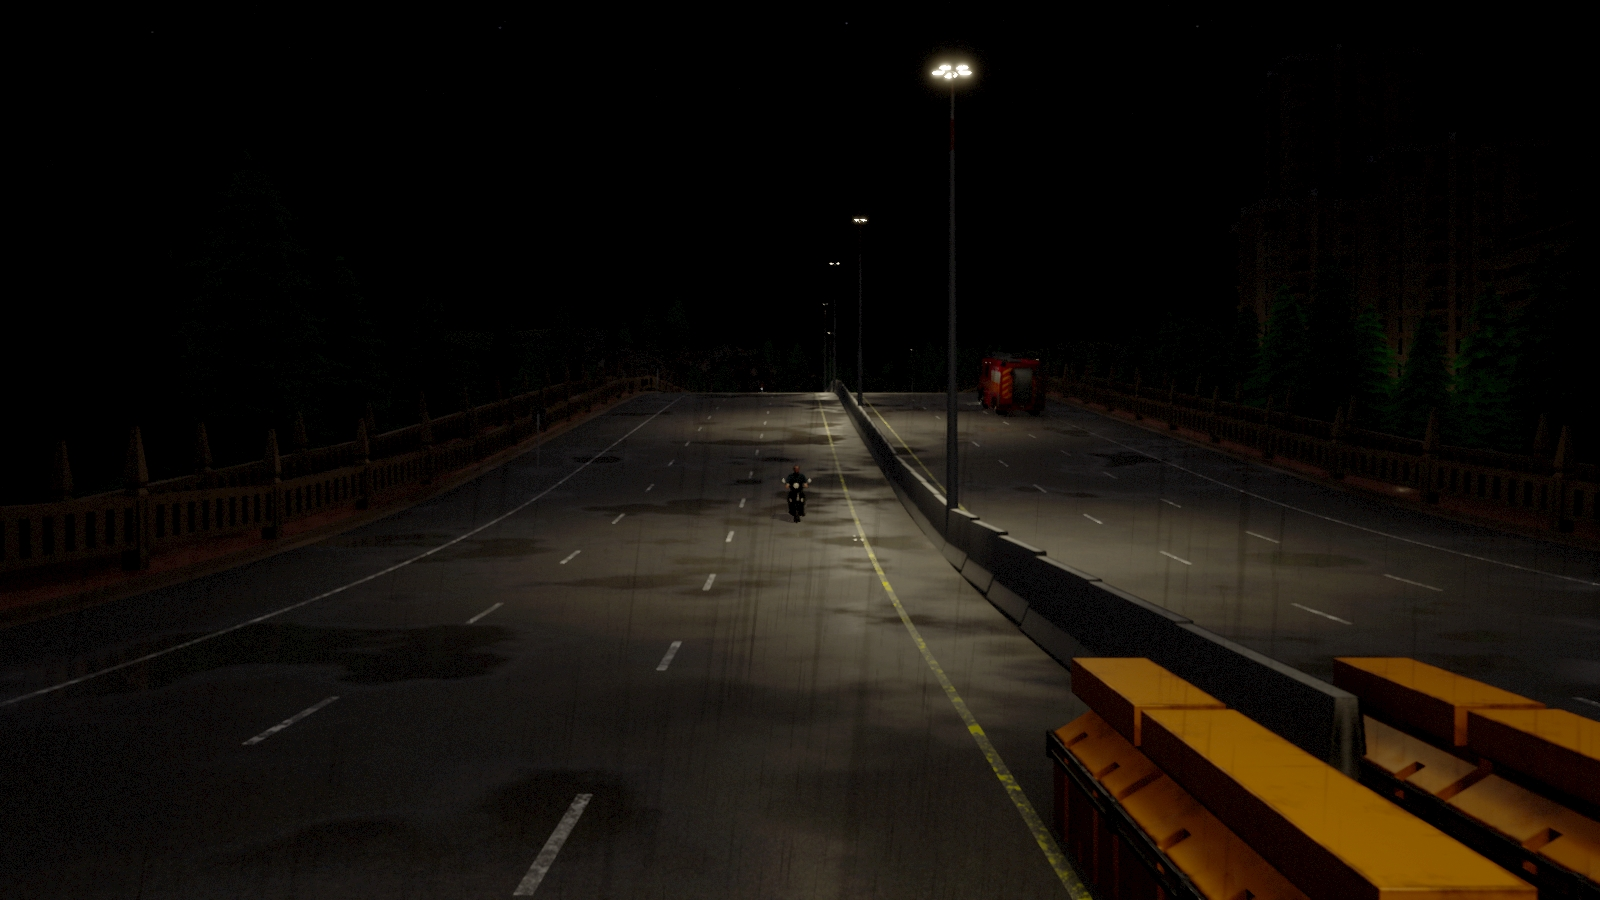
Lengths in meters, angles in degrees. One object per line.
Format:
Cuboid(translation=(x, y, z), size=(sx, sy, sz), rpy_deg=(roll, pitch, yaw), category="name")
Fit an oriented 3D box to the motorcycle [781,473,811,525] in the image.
Cuboid(translation=(-0.104, 1.398, 33.311), size=(0.856, 1.316, 1.805), rpy_deg=(0, 4, 0), category="motorcycle")
